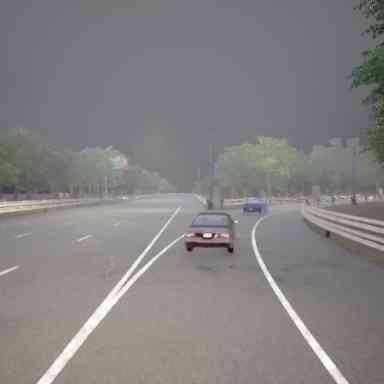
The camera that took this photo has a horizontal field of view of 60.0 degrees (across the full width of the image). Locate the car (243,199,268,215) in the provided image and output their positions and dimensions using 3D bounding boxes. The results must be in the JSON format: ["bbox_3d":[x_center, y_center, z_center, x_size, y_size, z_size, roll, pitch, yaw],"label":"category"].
[{"bbox_3d":[6.721,1.500,34.837,1.882,1.535,5.008,0,0,23],"label":"car"}]

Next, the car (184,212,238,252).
[{"bbox_3d":[0.912,1.550,14.027,2.033,1.411,5.357,0,0,9],"label":"car"}]

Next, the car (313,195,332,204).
[{"bbox_3d":[24.190,1.315,61.351,2.097,1.767,4.553,0,0,43],"label":"car"}]
